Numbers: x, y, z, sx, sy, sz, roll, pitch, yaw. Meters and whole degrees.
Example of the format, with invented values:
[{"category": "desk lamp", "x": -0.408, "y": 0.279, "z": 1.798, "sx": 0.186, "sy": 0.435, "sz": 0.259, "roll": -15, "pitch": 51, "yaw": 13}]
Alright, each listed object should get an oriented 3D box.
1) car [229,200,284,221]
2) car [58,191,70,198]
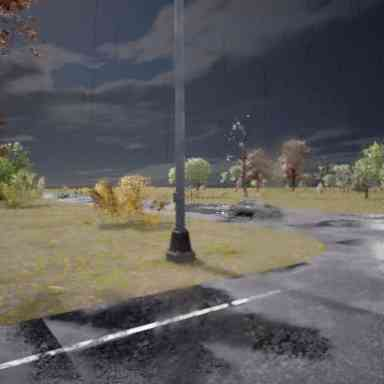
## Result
[{"category": "car", "x": 4.659, "y": 1.304, "z": 24.527, "sx": 1.994, "sy": 1.385, "sz": 4.181, "roll": -1, "pitch": 1, "yaw": -35}, {"category": "car", "x": -27.114, "y": 0.569, "z": 70.343, "sx": 1.837, "sy": 1.490, "sz": 4.892, "roll": -1, "pitch": 1, "yaw": -31}]
